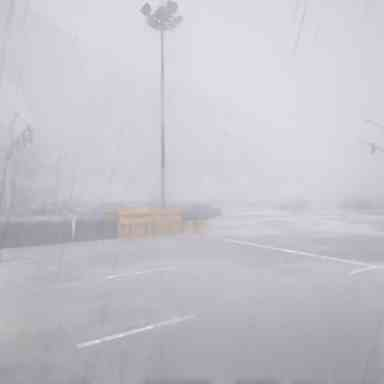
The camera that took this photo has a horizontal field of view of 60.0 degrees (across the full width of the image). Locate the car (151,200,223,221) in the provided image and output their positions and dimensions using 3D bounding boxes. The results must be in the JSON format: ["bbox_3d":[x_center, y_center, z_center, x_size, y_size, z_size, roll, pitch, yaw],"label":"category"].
[{"bbox_3d":[-0.088,1.507,25.455,5.357,1.411,2.033,0,0,-36],"label":"car"}]

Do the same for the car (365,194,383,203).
[{"bbox_3d":[35.587,1.259,63.795,4.902,1.511,2.128,0,0,-36],"label":"car"}]

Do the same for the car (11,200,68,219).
[{"bbox_3d":[-13.012,1.488,29.115,4.902,1.511,2.128,0,0,-36],"label":"car"}]

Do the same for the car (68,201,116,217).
[{"bbox_3d":[-7.440,1.524,28.800,5.357,1.411,2.033,0,0,-36],"label":"car"}]

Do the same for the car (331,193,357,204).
[{"bbox_3d":[26.202,1.135,57.154,4.553,1.767,2.097,0,0,-35],"label":"car"}]

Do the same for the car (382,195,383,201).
[{"bbox_3d":[32.602,1.249,53.127,5.008,1.535,1.882,0,0,-35],"label":"car"}]

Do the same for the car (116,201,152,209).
[{"bbox_3d":[-3.292,1.457,27.465,4.902,1.511,2.128,0,0,-36],"label":"car"}]

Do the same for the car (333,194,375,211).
[{"bbox_3d":[19.136,1.333,39.221,5.008,1.535,1.882,0,0,-36],"label":"car"}]

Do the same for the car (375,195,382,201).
[{"bbox_3d":[28.585,1.287,54.560,4.892,1.490,1.837,0,0,-35],"label":"car"}]

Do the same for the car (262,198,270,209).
[{"bbox_3d":[11.620,1.380,42.448,4.892,1.490,1.837,0,0,-36],"label":"car"}]

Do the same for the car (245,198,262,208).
[{"bbox_3d":[9.461,1.476,45.207,4.718,1.301,1.895,0,0,-36],"label":"car"}]

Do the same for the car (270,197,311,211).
[{"bbox_3d":[11.611,1.365,38.138,5.008,1.535,1.882,0,0,-36],"label":"car"}]
